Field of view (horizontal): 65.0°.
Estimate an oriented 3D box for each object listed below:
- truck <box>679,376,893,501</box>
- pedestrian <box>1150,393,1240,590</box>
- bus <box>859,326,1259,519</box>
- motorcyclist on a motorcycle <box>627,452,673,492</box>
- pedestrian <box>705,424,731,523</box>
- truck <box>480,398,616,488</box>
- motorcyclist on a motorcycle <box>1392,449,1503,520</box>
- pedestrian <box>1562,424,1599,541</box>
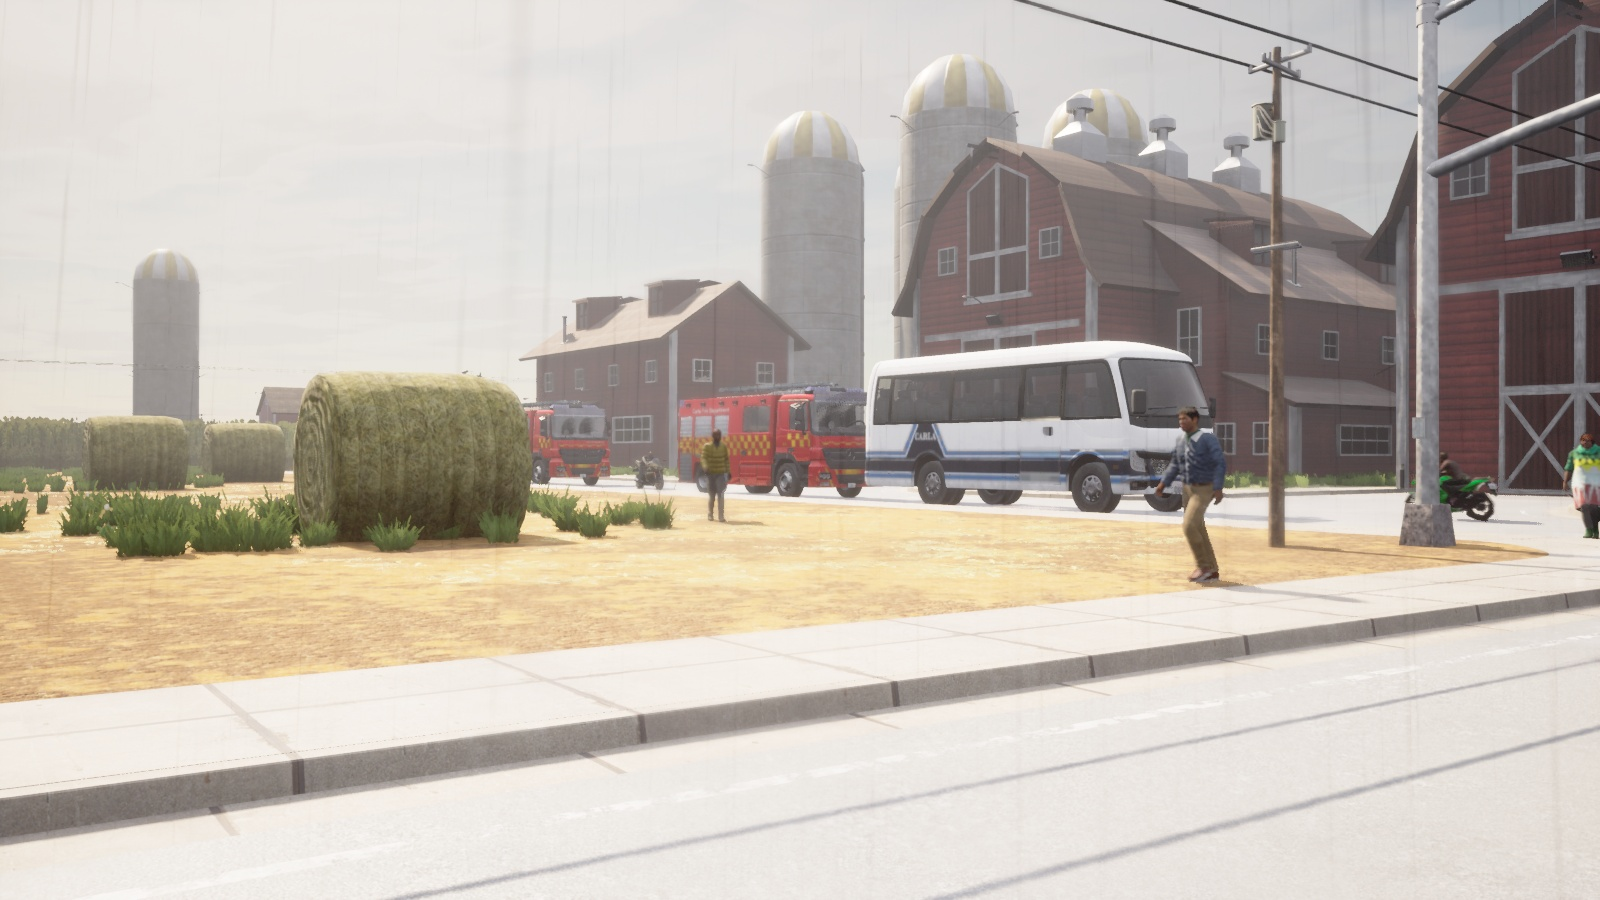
[{"bbox_3d":[-0.707,-0.341,42.652,2.891,3.827,8.468,0,0,-36],"label":"truck"},{"bbox_3d":[4.021,0.408,12.778,0.788,1.949,0.423,0,0,-25],"label":"pedestrian"},{"bbox_3d":[6.317,-0.594,32.948,3.944,4.253,10.273,0,0,-36],"label":"bus"},{"bbox_3d":[-5.971,0.870,49.921,0.866,1.530,2.191,-1,0,-36],"label":"motorcyclist on a motorcycle"},{"bbox_3d":[-1.554,0.432,23.713,0.370,1.835,0.726,0,0,-14],"label":"pedestrian"},{"bbox_3d":[-11.783,-0.279,57.959,2.891,3.827,8.468,0,0,-36],"label":"truck"},{"bbox_3d":[14.333,0.738,27.842,0.797,1.523,2.044,0,0,-36],"label":"motorcyclist on a motorcycle"},{"bbox_3d":[13.485,0.544,21.438,0.659,1.952,0.873,0,0,42],"label":"pedestrian"}]
